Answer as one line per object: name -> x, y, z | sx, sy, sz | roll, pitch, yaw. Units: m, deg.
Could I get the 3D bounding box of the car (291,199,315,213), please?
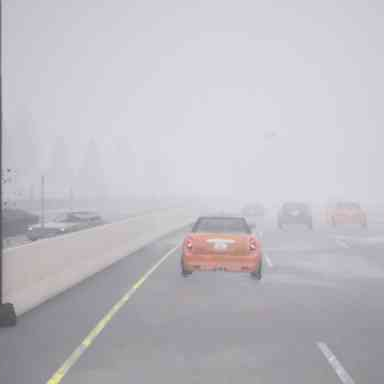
car -> 13.238, 1.635, 39.478 | 2.128, 1.511, 4.902 | 0, 0, 26

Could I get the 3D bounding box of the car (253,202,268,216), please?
car -> 5.928, 1.661, 31.189 | 1.994, 1.385, 4.181 | 0, 0, 20

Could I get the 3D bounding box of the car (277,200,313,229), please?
car -> 6.898, 1.431, 22.634 | 2.097, 1.767, 4.553 | 0, 0, 14

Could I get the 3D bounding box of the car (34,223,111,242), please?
car -> -5.606, 1.618, 15.750 | 1.895, 1.301, 4.718 | 0, 0, 10

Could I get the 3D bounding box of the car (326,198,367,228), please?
car -> 10.787, 1.449, 23.549 | 2.097, 1.767, 4.553 | 0, 0, 16

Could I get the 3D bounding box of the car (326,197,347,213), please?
car -> 17.312, 1.513, 39.718 | 2.097, 1.767, 4.553 | 0, 0, 27

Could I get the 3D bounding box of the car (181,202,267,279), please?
car -> 0.950, 1.381, 10.424 | 2.097, 1.767, 4.553 | 0, 0, 6
